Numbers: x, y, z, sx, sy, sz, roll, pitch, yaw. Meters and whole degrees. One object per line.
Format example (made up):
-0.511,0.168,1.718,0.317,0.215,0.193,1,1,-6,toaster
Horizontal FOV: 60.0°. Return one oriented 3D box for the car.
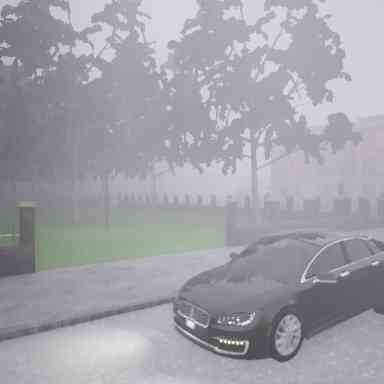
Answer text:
1.953,1.499,5.981,4.892,1.490,1.837,-2,1,-35,car
